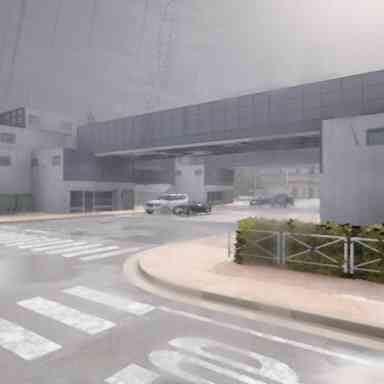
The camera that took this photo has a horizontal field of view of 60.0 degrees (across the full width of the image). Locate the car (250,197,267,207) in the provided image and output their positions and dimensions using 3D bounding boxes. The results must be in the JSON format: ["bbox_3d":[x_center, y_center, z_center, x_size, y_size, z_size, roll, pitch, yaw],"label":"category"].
[{"bbox_3d":[10.756,1.497,52.434,2.128,1.511,4.902,0,0,36],"label":"car"}]

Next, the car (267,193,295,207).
[{"bbox_3d":[13.935,1.230,50.852,2.150,2.045,5.566,0,0,36],"label":"car"}]

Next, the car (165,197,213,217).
[{"bbox_3d":[0.103,1.495,31.666,2.128,1.511,4.902,0,0,36],"label":"car"}]

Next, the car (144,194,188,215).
[{"bbox_3d":[-2.410,1.225,34.170,2.150,2.045,5.566,0,0,36],"label":"car"}]
